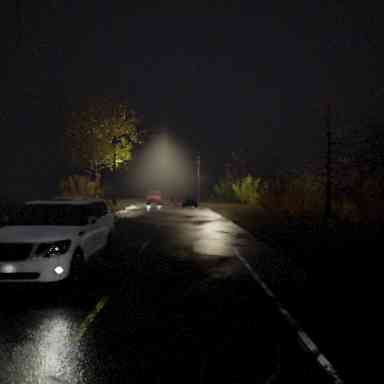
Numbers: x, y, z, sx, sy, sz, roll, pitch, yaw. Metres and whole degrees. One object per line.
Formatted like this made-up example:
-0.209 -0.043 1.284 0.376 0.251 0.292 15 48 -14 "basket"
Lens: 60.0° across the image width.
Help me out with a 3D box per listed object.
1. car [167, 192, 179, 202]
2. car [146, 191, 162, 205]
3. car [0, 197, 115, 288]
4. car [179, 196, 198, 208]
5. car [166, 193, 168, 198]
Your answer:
-3.121 1.127 62.046 1.812 1.442 4.674 0 0 -6 "car"
-5.715 0.920 50.502 2.150 2.045 5.566 0 0 -4 "car"
-3.707 1.176 9.422 2.150 2.045 5.566 0 0 -1 "car"
-0.344 1.270 43.492 1.812 1.442 4.674 0 0 -4 "car"
-5.174 0.798 80.004 1.837 1.490 4.892 0 1 -8 "car"
